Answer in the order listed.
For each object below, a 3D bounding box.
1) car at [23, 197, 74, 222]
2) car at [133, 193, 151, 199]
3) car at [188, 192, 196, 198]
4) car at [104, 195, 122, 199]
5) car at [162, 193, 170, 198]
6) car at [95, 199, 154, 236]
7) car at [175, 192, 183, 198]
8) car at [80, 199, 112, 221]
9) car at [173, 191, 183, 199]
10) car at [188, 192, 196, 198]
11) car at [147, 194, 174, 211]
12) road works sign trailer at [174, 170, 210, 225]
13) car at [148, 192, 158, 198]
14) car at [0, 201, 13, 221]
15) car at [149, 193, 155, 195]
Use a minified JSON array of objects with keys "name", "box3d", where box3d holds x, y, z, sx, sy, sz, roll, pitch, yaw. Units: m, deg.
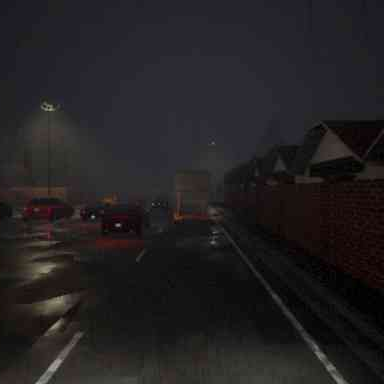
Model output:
[{"name":"car","box3d":[-10.406,1.198,24.440,2.097,1.767,4.553,0,0,0]},{"name":"car","box3d":[-6.916,1.250,43.553,1.812,1.442,4.674,0,0,0]},{"name":"car","box3d":[-0.010,0.821,89.695,2.033,1.411,5.357,0,0,0]},{"name":"car","box3d":[-10.404,1.200,43.844,1.882,1.535,5.008,0,0,0]},{"name":"car","box3d":[-7.010,0.876,89.725,1.895,1.301,4.718,0,0,0]},{"name":"car","box3d":[-3.403,1.364,17.813,1.882,1.535,5.008,0,0,0]},{"name":"car","box3d":[-3.510,0.833,89.695,1.994,1.385,4.181,0,0,0]},{"name":"car","box3d":[-6.903,1.439,25.449,1.895,1.301,4.718,0,0,0]},{"name":"car","box3d":[-3.509,0.712,79.305,2.150,2.045,5.566,0,0,0]},{"name":"car","box3d":[-0.009,0.988,79.277,1.837,1.490,4.892,0,0,0]},{"name":"car","box3d":[-3.404,1.313,36.913,2.033,1.411,5.357,0,0,0]},{"name":"road works sign trailer","box3d":[-0.003,0.321,22.497,2.380,3.560,2.880,0,0,0]},{"name":"car","box3d":[-10.510,0.833,89.694,1.994,1.385,4.181,0,0,0]},{"name":"car","box3d":[-15.098,1.365,25.245,1.812,1.442,4.674,0,0,-14]},{"name":"car","box3d":[-10.509,1.027,79.275,2.033,1.411,5.357,0,0,0]}]
